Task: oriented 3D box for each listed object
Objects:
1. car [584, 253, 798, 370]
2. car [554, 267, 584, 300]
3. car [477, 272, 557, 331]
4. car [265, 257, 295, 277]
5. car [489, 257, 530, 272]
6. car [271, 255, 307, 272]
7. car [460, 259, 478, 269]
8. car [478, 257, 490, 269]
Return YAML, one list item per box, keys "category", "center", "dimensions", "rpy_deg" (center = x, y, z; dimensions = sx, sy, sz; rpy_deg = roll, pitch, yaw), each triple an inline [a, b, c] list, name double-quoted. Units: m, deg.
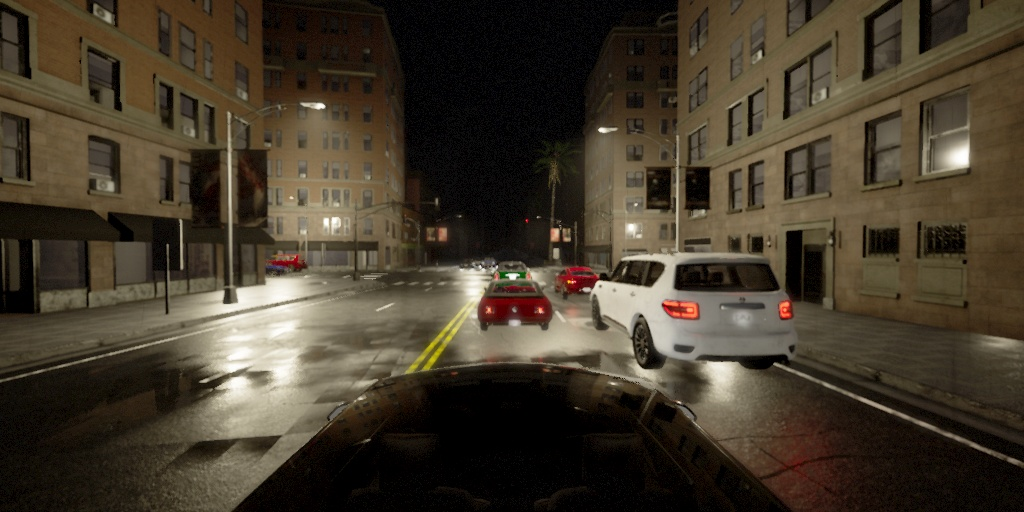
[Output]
- category: "car"
  center: [3.314, 0.965, 7.868]
  dimensions: [2.150, 2.045, 5.566]
  rpy_deg: [0, 0, -1]
- category: "car"
  center: [3.183, 1.259, 17.555]
  dimensions: [1.812, 1.442, 4.674]
  rpy_deg: [0, 0, 0]
- category: "car"
  center: [0.060, 1.341, 10.947]
  dimensions: [1.895, 1.301, 4.718]
  rpy_deg: [0, 0, 0]
- category: "car"
  center: [-22.305, 1.108, 31.609]
  dimensions: [4.674, 1.442, 1.812]
  rpy_deg: [0, 1, -9]
- category: "car"
  center: [-0.044, 1.083, 19.939]
  dimensions: [2.097, 1.767, 4.553]
  rpy_deg: [0, 0, -2]
- category: "car"
  center: [-24.050, 0.804, 37.185]
  dimensions: [5.009, 1.841, 2.192]
  rpy_deg: [0, 0, -9]
- category: "car"
  center: [-6.823, 1.201, 55.490]
  dimensions: [1.837, 1.490, 4.892]
  rpy_deg: [0, 0, 0]
- category: "car"
  center: [-3.573, 1.048, 55.402]
  dimensions: [2.097, 1.767, 4.553]
  rpy_deg: [0, 0, 0]
